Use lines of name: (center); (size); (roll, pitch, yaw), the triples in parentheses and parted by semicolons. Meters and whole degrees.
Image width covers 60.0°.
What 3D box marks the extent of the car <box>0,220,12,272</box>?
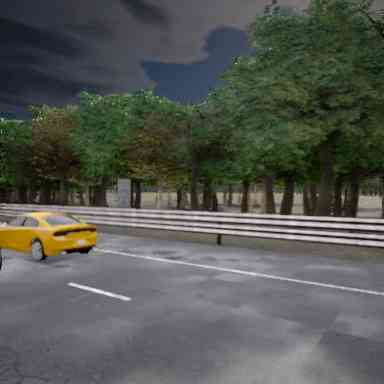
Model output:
car: (-7.215, 1.358, 9.159); (4.553, 1.767, 2.097); (0, 0, 36)

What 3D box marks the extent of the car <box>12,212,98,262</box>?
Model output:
car: (-5.630, 1.485, 12.329); (5.008, 1.535, 1.882); (0, 0, 36)
